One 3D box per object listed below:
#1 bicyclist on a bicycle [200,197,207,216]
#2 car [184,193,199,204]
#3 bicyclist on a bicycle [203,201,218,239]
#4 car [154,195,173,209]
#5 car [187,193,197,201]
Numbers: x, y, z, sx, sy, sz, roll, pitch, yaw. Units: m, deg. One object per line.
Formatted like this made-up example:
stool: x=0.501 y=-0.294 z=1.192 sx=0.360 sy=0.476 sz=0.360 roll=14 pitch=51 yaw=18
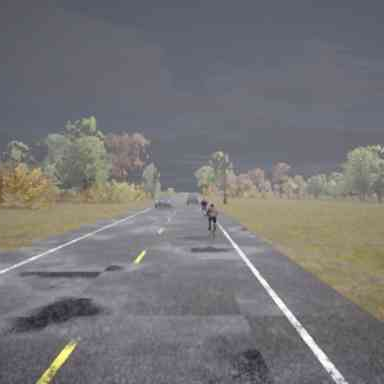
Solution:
bicyclist on a bicycle: x=0.973 y=1.254 z=26.431 sx=0.659 sy=1.776 sz=1.843 roll=0 pitch=0 yaw=0
car: x=0.122 y=1.246 z=55.582 sx=2.128 sy=1.511 sz=4.902 roll=0 pitch=0 yaw=0
bicyclist on a bicycle: x=0.968 y=1.383 z=15.777 sx=0.582 sy=1.620 sz=1.656 roll=0 pitch=0 yaw=0
car: x=-3.569 y=1.165 z=42.357 sx=2.097 sy=1.767 sz=4.553 roll=0 pitch=0 yaw=0
car: x=0.029 y=1.029 z=73.732 sx=2.097 sy=1.767 sz=4.553 roll=0 pitch=0 yaw=0
